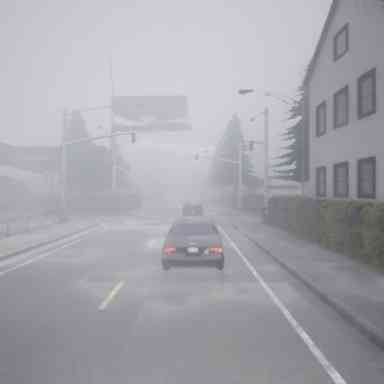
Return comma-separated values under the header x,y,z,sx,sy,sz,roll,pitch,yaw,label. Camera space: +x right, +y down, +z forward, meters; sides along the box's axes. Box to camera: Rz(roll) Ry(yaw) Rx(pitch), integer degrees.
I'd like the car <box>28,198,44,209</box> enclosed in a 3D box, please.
x,y,z,sx,sy,sz,roll,pitch,yaw,label
-22.171,1.680,50.042,4.611,1.667,2.242,0,0,0,car

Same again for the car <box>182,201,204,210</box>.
x,y,z,sx,sy,sz,roll,pitch,yaw,label
0.077,1.587,31.387,1.882,1.535,5.008,0,-1,0,car

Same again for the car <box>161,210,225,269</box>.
x,y,z,sx,sy,sz,roll,pitch,yaw,label
0.046,1.549,11.112,2.033,1.411,5.357,0,0,1,car
